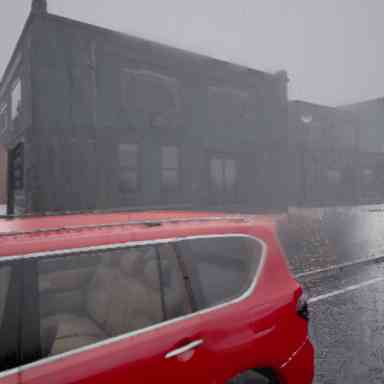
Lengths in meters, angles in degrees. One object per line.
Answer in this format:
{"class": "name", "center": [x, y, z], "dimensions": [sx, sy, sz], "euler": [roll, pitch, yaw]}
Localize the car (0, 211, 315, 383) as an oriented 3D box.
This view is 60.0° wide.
{"class": "car", "center": [-1.472, 1.222, 2.330], "dimensions": [5.566, 2.045, 2.150], "euler": [0, 0, -36]}
